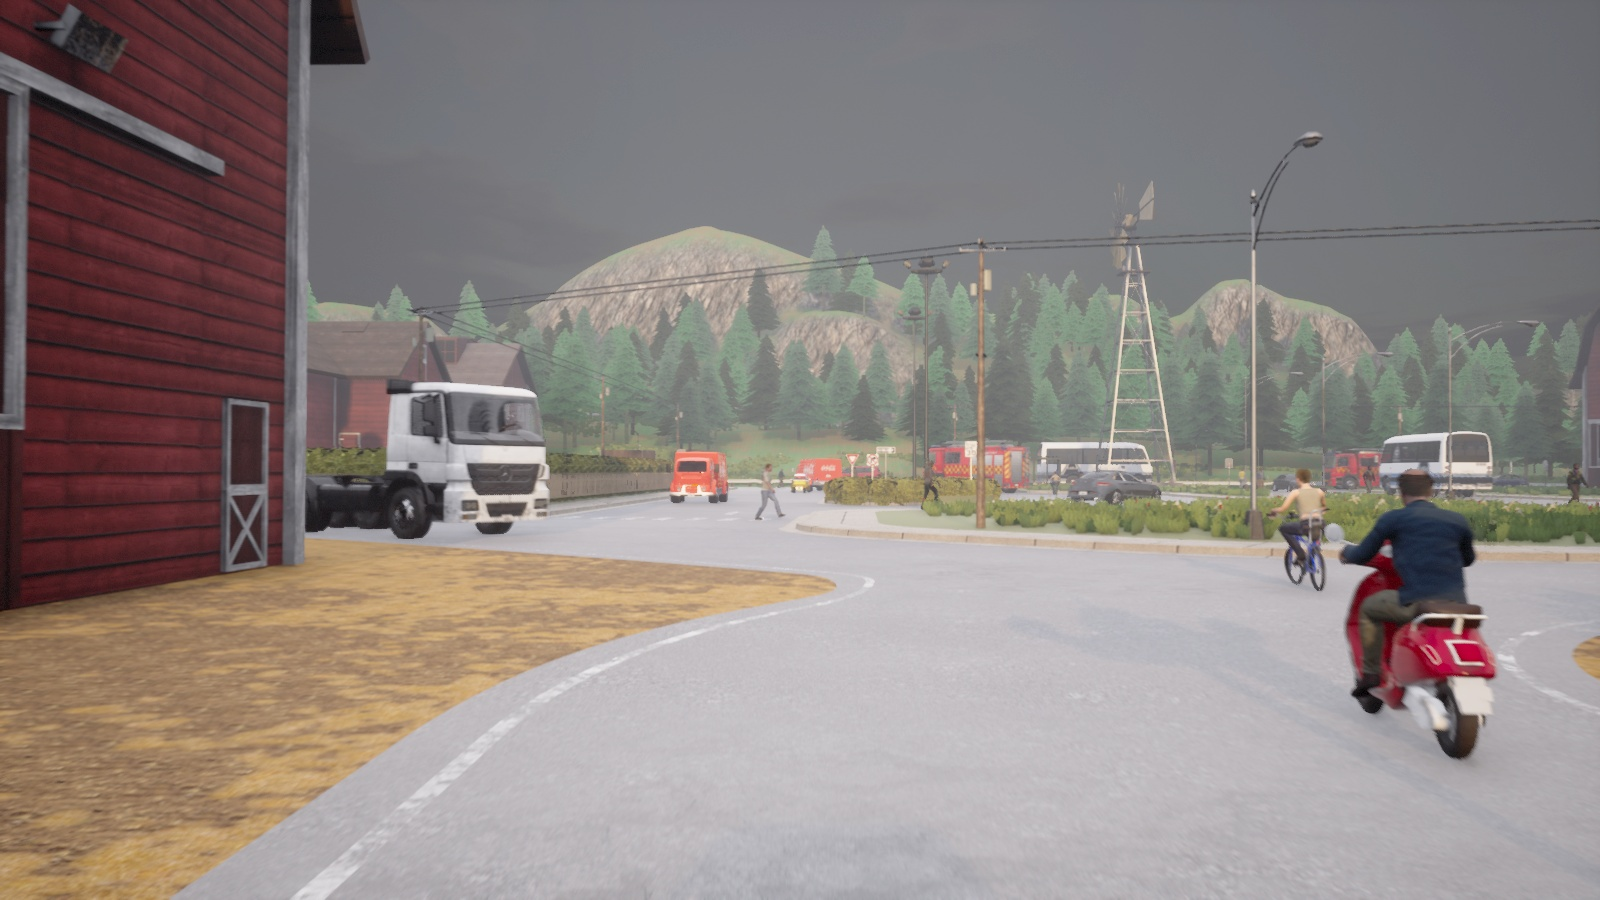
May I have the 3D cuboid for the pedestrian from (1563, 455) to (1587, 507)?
[{"bbox_3d":[29.017,1.142,47.024,0.395,1.930,0.692,0,-1,-4],"label":"pedestrian"}]

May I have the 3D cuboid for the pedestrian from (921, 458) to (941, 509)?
[{"bbox_3d":[4.754,1.215,45.620,0.634,1.846,0.331,0,-1,-30],"label":"pedestrian"}]

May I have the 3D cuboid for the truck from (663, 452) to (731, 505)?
[{"bbox_3d":[-4.910,1.368,60.978,2.627,2.467,5.204,0,-1,3],"label":"truck"}]

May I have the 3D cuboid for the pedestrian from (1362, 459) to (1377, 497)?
[{"bbox_3d":[29.485,1.441,65.017,0.402,1.930,0.666,0,-1,-10],"label":"pedestrian"}]

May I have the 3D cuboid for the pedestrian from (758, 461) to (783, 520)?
[{"bbox_3d":[-0.926,1.261,39.273,0.706,1.836,0.354,-1,-1,16],"label":"pedestrian"}]

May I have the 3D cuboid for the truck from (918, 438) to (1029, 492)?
[{"bbox_3d":[12.760,1.158,93.219,2.891,3.827,8.468,0,-1,-39],"label":"truck"}]

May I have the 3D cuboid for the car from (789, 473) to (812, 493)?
[{"bbox_3d":[0.049,2.379,90.193,1.481,1.376,2.207,0,-1,3],"label":"car"}]

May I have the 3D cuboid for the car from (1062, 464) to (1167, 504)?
[{"bbox_3d":[13.888,1.463,55.257,5.027,1.651,2.152,1,-1,-45],"label":"car"}]

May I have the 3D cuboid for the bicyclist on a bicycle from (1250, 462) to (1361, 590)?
[{"bbox_3d":[6.801,0.998,16.977,0.866,1.612,1.509,-3,-1,4],"label":"bicyclist on a bicycle"}]

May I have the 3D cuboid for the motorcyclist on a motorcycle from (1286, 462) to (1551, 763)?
[{"bbox_3d":[3.652,0.881,7.621,0.866,1.590,1.817,0,-1,6],"label":"motorcyclist on a motorcycle"}]

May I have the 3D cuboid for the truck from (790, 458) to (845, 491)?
[{"bbox_3d":[1.310,1.945,97.887,2.627,2.467,5.204,0,-2,-20],"label":"truck"}]

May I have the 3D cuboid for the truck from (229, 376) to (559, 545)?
[{"bbox_3d":[-9.534,0.274,29.093,7.936,3.462,2.891,-1,-1,33],"label":"truck"}]

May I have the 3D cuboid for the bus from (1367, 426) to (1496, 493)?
[{"bbox_3d":[42.932,0.705,85.882,3.944,4.253,10.273,0,-1,2],"label":"bus"}]
